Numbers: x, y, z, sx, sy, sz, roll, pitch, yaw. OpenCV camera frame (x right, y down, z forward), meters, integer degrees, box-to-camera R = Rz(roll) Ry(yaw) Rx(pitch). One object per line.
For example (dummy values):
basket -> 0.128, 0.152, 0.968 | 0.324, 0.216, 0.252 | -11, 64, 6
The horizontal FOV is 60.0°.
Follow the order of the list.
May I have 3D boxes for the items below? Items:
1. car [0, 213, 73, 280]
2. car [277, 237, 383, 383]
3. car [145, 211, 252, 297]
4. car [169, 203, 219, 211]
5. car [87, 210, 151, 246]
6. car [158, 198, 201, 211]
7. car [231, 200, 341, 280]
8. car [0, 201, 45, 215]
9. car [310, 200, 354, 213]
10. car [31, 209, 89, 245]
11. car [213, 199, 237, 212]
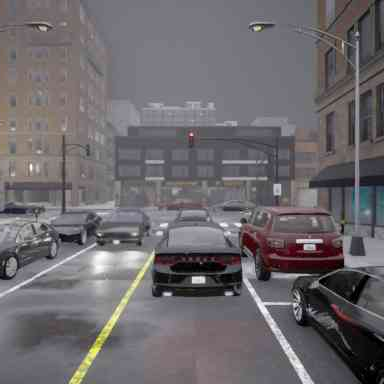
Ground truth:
car -> -5.402, 1.551, 9.804 | 2.008, 1.369, 4.403 | 0, 0, 0
car -> 2.631, 1.566, 4.153 | 1.947, 1.339, 4.313 | 0, 0, 0
car -> 0.062, 1.478, 8.634 | 1.882, 1.535, 5.008 | 0, 0, -1
car -> 0.059, 1.505, 16.137 | 1.837, 1.490, 4.892 | 0, 0, 0
car -> -2.958, 1.547, 15.456 | 2.033, 1.411, 5.357 | 0, 0, -1
car -> -1.384, 1.479, 37.738 | 5.008, 1.535, 1.882 | 0, 0, 0
car -> 2.623, 1.315, 9.815 | 2.192, 1.841, 5.009 | 0, 0, 0
car -> -16.207, 1.531, 30.951 | 4.718, 1.301, 1.895 | 0, 0, 0
car -> 15.878, 1.652, 37.839 | 4.181, 1.385, 1.994 | 0, 0, 0
car -> -5.409, 1.566, 15.467 | 1.947, 1.339, 4.313 | 0, 0, 0
car -> 4.196, 1.522, 34.523 | 4.902, 1.511, 2.128 | 0, 0, 0
